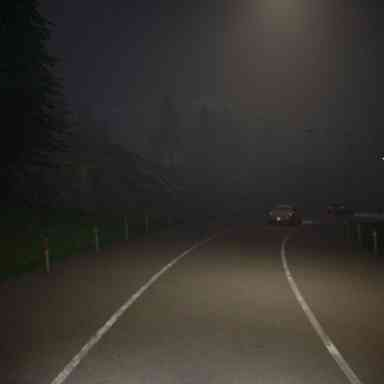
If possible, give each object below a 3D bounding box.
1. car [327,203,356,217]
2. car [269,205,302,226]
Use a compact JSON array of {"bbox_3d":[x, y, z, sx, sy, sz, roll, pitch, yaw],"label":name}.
[{"bbox_3d":[17.754,2.090,39.393,4.902,1.511,2.128,2,2,-44],"label":"car"},{"bbox_3d":[7.384,1.752,26.134,1.812,1.442,4.674,2,0,28],"label":"car"}]
